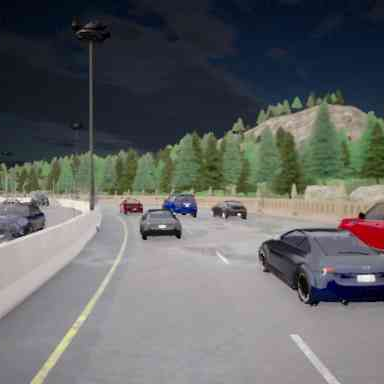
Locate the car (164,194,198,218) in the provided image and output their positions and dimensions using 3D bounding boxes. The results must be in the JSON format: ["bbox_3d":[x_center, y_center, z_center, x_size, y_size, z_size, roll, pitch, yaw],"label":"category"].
[{"bbox_3d":[-1.163,1.228,30.060,2.150,2.045,5.566,0,0,-17],"label":"car"}]

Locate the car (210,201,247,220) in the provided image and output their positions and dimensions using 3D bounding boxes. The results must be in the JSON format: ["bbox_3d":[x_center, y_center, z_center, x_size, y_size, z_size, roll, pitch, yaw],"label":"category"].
[{"bbox_3d":[3.017,1.495,27.995,1.837,1.490,4.892,0,0,-15],"label":"car"}]

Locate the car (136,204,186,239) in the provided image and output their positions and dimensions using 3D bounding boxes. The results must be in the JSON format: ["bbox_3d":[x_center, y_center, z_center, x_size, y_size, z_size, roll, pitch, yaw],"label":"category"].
[{"bbox_3d":[-1.728,1.572,17.410,1.994,1.385,4.181,0,0,-10],"label":"car"}]

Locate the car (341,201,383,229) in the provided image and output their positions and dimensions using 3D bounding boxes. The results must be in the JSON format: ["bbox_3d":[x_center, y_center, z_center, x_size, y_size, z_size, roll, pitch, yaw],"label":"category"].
[{"bbox_3d":[6.461,1.197,9.698,2.150,2.045,5.566,0,0,-5],"label":"car"}]

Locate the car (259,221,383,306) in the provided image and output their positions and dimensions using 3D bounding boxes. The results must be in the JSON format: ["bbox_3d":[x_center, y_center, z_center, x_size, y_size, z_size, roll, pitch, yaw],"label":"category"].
[{"bbox_3d":[3.040,1.553,8.090,1.994,1.385,4.181,0,0,-4],"label":"car"}]

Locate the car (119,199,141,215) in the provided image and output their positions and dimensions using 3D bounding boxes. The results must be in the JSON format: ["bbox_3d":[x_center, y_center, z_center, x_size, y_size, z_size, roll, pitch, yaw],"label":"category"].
[{"bbox_3d":[-6.380,1.504,34.493,1.882,1.535,5.008,0,0,-20],"label":"car"}]
